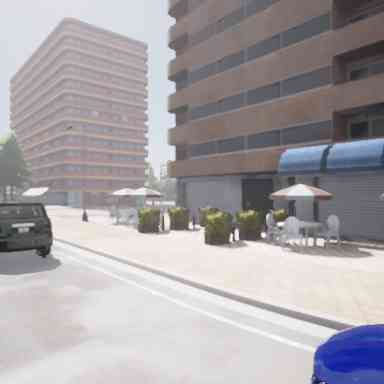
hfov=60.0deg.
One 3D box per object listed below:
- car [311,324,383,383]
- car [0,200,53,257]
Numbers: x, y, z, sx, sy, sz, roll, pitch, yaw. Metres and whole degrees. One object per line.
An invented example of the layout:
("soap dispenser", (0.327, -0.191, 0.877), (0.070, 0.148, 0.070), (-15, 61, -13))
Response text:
("car", (3.149, 1.540, 1.966), (4.674, 1.442, 1.812), (0, 0, 33))
("car", (-7.038, 1.297, 12.535), (2.150, 2.045, 5.566), (0, 0, -40))
